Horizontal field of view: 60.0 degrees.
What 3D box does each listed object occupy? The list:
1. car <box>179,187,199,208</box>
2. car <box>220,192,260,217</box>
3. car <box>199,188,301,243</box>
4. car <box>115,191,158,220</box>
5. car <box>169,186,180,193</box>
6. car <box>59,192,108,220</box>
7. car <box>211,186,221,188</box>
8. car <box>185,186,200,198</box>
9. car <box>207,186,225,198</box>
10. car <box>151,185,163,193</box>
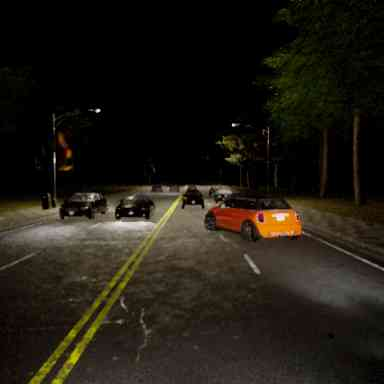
[{"bbox_3d":[0.104,0.557,28.918,1.812,1.442,4.674,0,2,0],"label":"car"},{"bbox_3d":[3.252,0.764,23.473,2.033,1.411,5.357,0,2,0],"label":"car"},{"bbox_3d":[2.315,0.896,13.785,2.097,1.767,4.553,-1,2,-23],"label":"car"},{"bbox_3d":[-3.348,0.892,20.196,1.994,1.385,4.181,0,2,0],"label":"car"},{"bbox_3d":[-3.285,-0.519,61.578,1.895,1.301,4.718,0,2,1],"label":"car"},{"bbox_3d":[-6.597,0.804,20.646,2.128,1.511,4.902,0,2,0],"label":"car"},{"bbox_3d":[3.253,0.389,34.466,2.033,1.411,5.357,0,2,0],"label":"car"},{"bbox_3d":[0.098,-0.040,47.063,2.033,1.411,5.357,0,2,0],"label":"car"},{"bbox_3d":[3.254,-0.041,45.458,2.128,1.511,4.902,0,2,0],"label":"car"},{"bbox_3d":[-6.534,-0.612,61.986,1.812,1.442,4.674,0,2,1],"label":"car"}]
